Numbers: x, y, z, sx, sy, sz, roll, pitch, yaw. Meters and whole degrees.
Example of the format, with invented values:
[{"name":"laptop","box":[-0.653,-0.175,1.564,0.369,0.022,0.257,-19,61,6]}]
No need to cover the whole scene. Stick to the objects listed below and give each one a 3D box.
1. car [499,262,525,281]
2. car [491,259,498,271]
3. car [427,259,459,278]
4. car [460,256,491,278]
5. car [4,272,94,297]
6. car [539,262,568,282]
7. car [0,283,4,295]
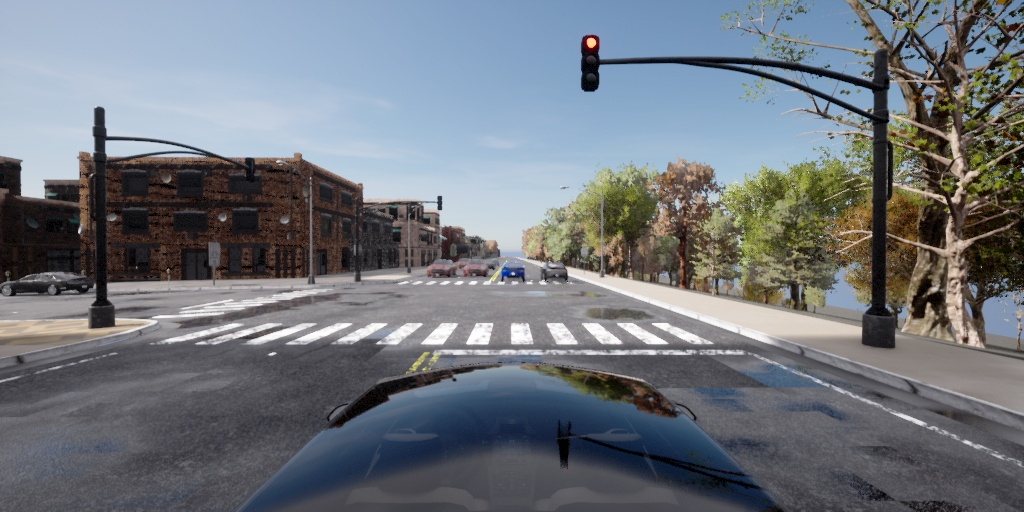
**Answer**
[{"name":"car","box":[0.079,1.222,30.486,1.882,1.535,5.008,0,0,0]},{"name":"car","box":[-3.423,1.221,50.812,1.882,1.535,5.008,0,0,0]},{"name":"car","box":[-6.629,1.098,34.059,2.097,1.767,4.553,0,0,0]},{"name":"car","box":[-3.379,1.098,34.069,2.097,1.767,4.553,0,0,0]},{"name":"car","box":[-28.327,1.671,21.900,4.403,1.370,2.007,0,0,-1]},{"name":"car","box":[3.333,1.236,28.918,2.128,1.511,4.902,0,0,0]},{"name":"car","box":[-22.619,1.685,13.379,4.313,1.339,1.948,0,0,-1]}]
